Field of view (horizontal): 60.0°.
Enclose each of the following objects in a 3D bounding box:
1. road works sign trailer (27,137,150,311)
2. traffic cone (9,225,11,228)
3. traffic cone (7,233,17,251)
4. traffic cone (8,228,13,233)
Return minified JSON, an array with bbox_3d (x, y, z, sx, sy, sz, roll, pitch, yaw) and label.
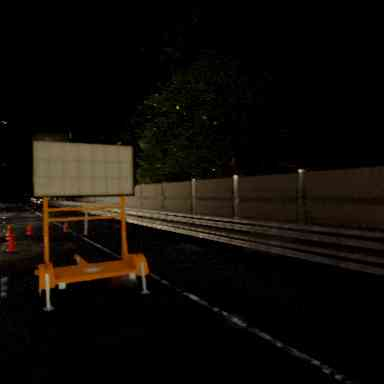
[{"bbox_3d":[-2.630,0.514,8.207,2.380,3.560,2.880,-1,0,-29],"label":"road works sign trailer"},{"bbox_3d":[-9.295,2.125,17.062,0.340,0.580,0.340,-1,0,-29],"label":"traffic cone"},{"bbox_3d":[-7.334,2.088,13.576,0.340,0.580,0.340,-1,0,-29],"label":"traffic cone"},{"bbox_3d":[-8.315,2.106,15.319,0.340,0.580,0.340,-1,0,-29],"label":"traffic cone"}]
